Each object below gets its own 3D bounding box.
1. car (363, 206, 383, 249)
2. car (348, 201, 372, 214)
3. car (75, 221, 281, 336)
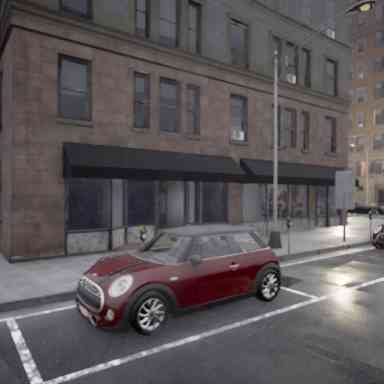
[{"bbox_3d":[8.811,1.440,12.993,4.097,1.590,1.967,0,0,-35],"label":"car"},{"bbox_3d":[15.774,1.521,30.854,1.895,1.301,4.718,1,0,-36],"label":"car"},{"bbox_3d":[-0.150,1.439,6.637,4.097,1.590,1.967,0,0,-35],"label":"car"}]
